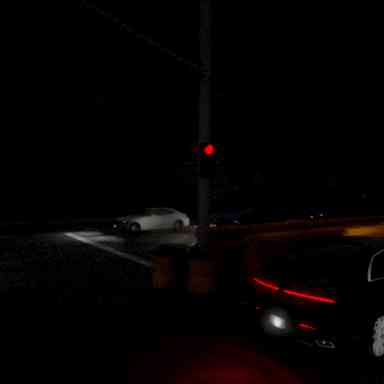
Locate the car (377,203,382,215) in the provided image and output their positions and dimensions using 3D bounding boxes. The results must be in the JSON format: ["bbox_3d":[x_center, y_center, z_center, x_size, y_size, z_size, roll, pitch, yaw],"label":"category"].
[{"bbox_3d":[21.017,1.873,36.065,5.357,1.411,2.033,1,0,-36],"label":"car"}]

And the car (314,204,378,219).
[{"bbox_3d":[11.716,1.807,25.178,4.718,1.301,1.895,1,0,-35],"label":"car"}]

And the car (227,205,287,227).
[{"bbox_3d":[4.820,1.718,24.599,4.181,1.385,1.994,1,0,-35],"label":"car"}]

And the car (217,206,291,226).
[{"bbox_3d":[3.703,1.599,19.519,5.008,1.535,1.882,1,0,-35],"label":"car"}]

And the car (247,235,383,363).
[{"bbox_3d":[3.147,1.555,5.992,4.892,1.490,1.837,1,0,-36],"label":"car"}]

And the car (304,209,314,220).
[{"bbox_3d":[12.395,1.781,29.927,5.357,1.411,2.033,1,0,-35],"label":"car"}]

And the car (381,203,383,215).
[{"bbox_3d":[20.418,1.845,31.338,5.357,1.411,2.033,1,0,-36],"label":"car"}]

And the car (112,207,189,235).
[{"bbox_3d":[-2.313,1.604,19.532,4.674,1.442,1.812,1,0,-36],"label":"car"}]
